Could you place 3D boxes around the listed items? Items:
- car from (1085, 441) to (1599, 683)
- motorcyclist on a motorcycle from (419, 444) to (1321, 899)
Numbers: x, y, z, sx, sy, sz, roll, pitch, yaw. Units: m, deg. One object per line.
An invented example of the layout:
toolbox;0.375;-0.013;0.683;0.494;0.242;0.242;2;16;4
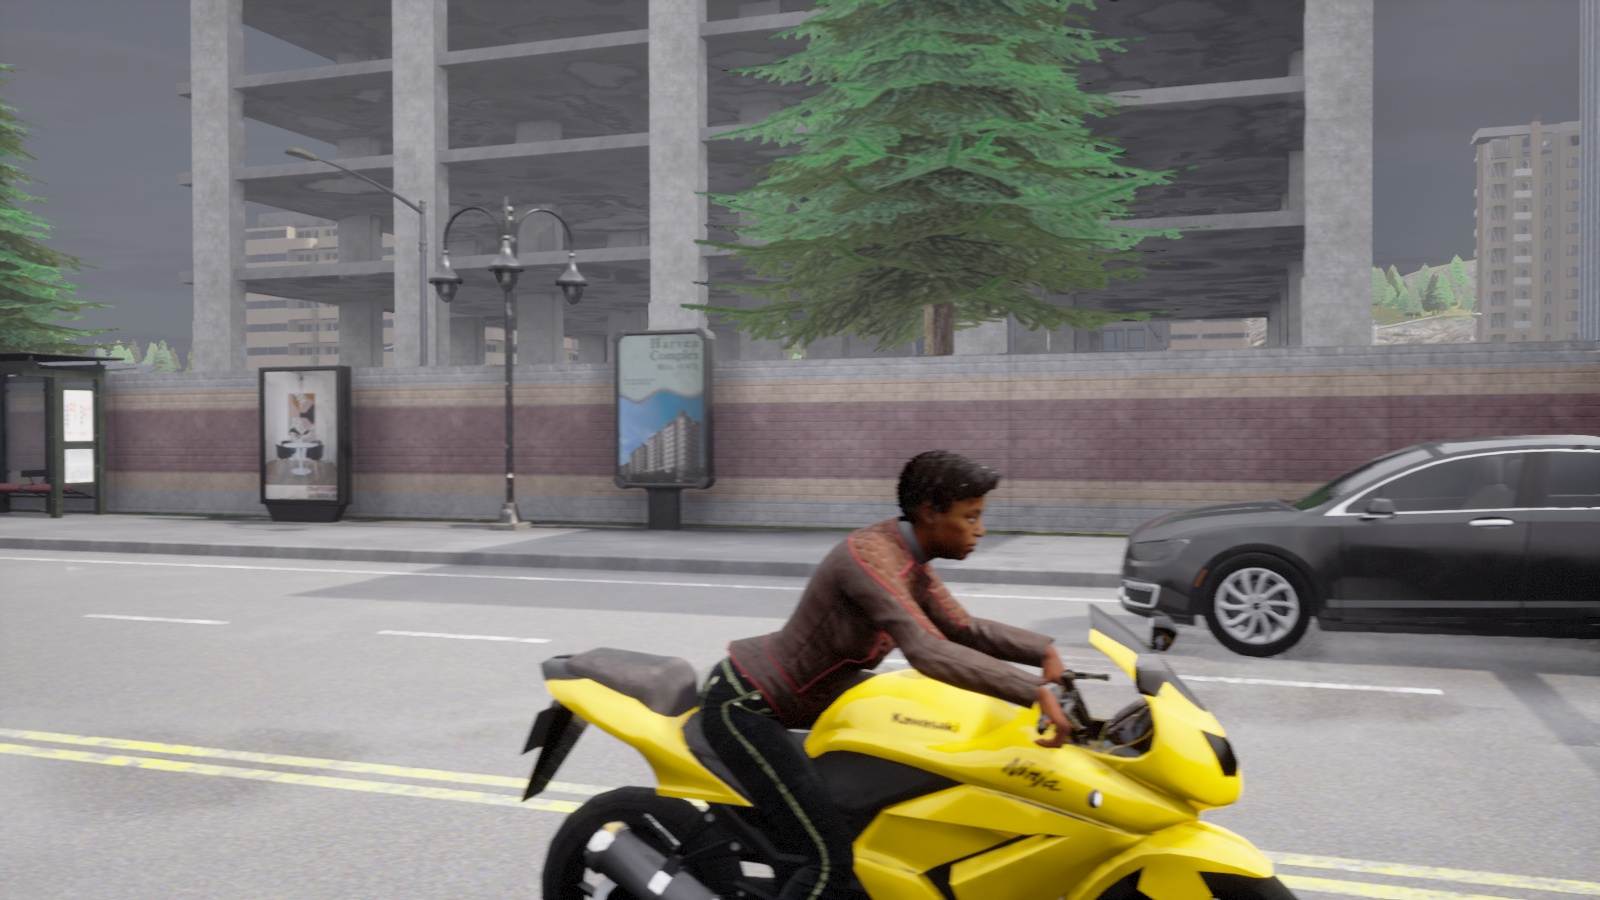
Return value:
car;4.638;0.705;8.997;4.892;1.490;1.837;1;1;18
motorcyclist on a motorcycle;0.161;0.759;3.139;2.044;1.523;0.797;1;1;19
